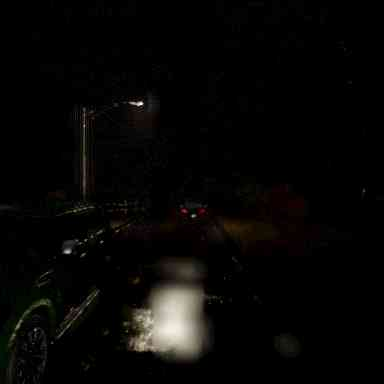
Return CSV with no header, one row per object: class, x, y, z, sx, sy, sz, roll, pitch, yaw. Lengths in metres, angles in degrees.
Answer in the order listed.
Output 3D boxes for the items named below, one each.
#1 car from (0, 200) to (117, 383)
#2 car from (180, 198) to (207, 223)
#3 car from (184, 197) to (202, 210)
car,-2.749,1.198,5.298,2.150,2.045,5.566,0,0,0
car,0.107,1.421,24.449,1.812,1.442,4.674,0,0,0
car,0.112,1.403,40.804,1.994,1.385,4.181,0,0,0
